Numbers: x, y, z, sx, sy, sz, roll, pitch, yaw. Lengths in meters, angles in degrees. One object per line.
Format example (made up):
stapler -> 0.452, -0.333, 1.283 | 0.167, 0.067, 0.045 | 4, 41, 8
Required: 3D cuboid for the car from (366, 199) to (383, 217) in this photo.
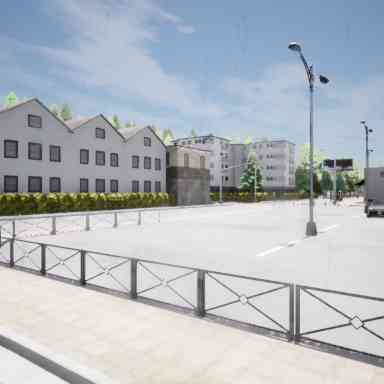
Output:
car -> 15.381, 1.298, 26.840 | 2.007, 1.523, 4.514 | 0, 0, 35
